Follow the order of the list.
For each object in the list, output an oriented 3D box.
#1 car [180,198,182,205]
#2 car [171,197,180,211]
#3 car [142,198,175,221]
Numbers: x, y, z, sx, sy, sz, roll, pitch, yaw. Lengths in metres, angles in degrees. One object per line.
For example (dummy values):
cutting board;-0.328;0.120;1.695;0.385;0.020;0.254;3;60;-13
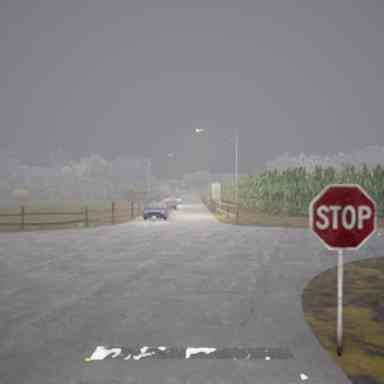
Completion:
car;-2.680;1.382;53.252;1.895;1.301;4.718;0;0;0
car;-2.738;1.392;39.511;1.812;1.442;4.674;0;0;0
car;-2.780;1.472;27.100;2.033;1.411;5.357;0;0;0
